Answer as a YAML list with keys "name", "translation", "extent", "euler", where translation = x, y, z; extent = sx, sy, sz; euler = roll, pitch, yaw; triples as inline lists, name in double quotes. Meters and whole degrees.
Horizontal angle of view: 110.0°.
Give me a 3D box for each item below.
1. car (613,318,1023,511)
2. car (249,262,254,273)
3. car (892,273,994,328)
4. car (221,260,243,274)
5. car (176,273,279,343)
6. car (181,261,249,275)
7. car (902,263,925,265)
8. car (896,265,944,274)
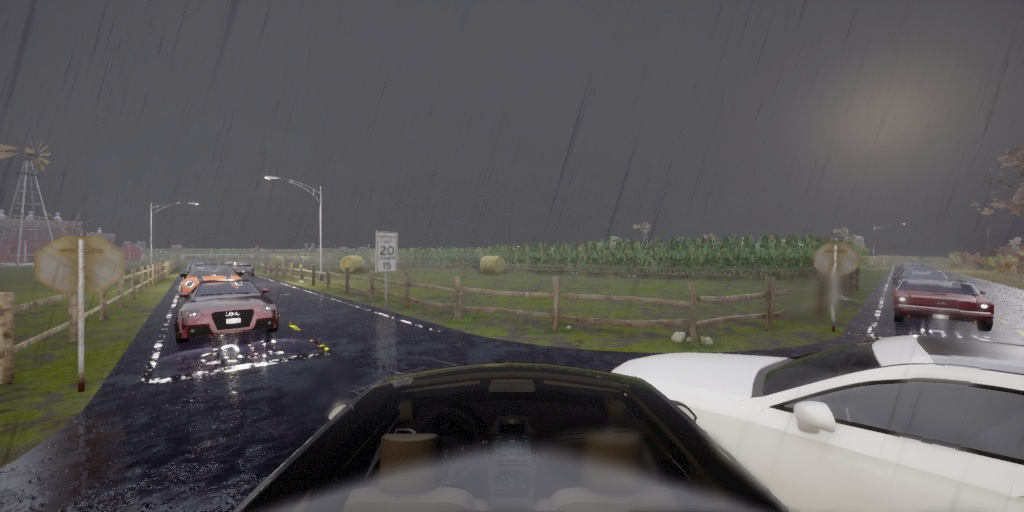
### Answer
- name: "car"
  translation: [2.838, 1.294, 2.375]
  extent: [1.812, 1.442, 4.674]
  euler: [0, 1, -44]
- name: "car"
  translation: [-26.983, 1.280, 35.673]
  extent: [2.128, 1.511, 4.902]
  euler: [0, 0, -41]
- name: "car"
  translation: [13.517, 1.397, 11.437]
  extent: [4.718, 1.301, 1.895]
  euler: [0, 1, -43]
- name: "car"
  translation: [-33.704, 1.300, 43.131]
  extent: [1.837, 1.490, 4.892]
  euler: [0, 0, -41]
- name: "car"
  translation: [-7.941, 1.354, 9.961]
  extent: [1.994, 1.385, 4.181]
  euler: [0, 0, -43]
- name: "car"
  translation: [-13.718, 1.138, 16.444]
  extent: [2.097, 1.767, 4.553]
  euler: [0, 0, -42]
- name: "car"
  translation: [27.349, 1.398, 24.255]
  extent: [4.181, 1.385, 1.994]
  euler: [0, 1, -43]
- name: "car"
  translation: [20.594, 1.361, 18.000]
  extent: [5.357, 1.411, 2.033]
  euler: [0, 1, -43]
